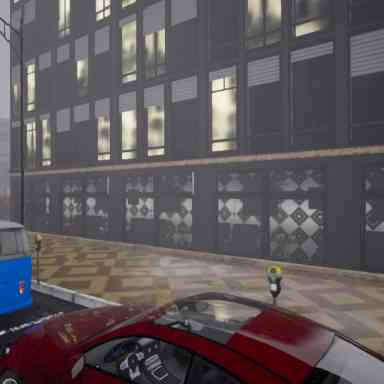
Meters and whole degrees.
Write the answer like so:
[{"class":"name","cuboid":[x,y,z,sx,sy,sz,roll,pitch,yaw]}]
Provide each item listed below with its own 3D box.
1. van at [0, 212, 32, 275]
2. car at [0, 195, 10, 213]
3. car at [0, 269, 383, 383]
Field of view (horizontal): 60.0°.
[{"class":"van","cuboid":[-4.633,1.342,6.138,3.998,1.788,1.690,0,0,35]},{"class":"car","cuboid":[-14.535,1.357,28.246,2.192,1.841,5.009,-1,-1,35]},{"class":"car","cuboid":[0.000,1.582,2.836,4.206,1.307,1.802,0,0,35]}]
